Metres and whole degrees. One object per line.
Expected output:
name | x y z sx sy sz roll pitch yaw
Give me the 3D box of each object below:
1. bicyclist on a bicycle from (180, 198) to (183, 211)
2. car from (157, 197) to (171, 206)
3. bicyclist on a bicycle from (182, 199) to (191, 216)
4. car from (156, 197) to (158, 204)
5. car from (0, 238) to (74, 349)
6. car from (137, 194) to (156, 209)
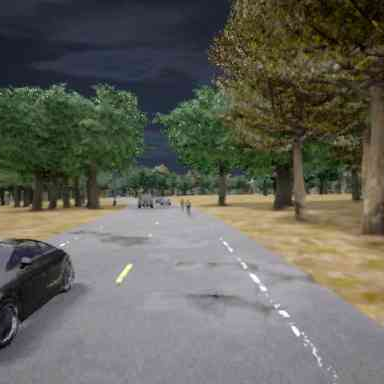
bicyclist on a bicycle | -1.150 1.530 39.860 0.582 1.620 1.656 0 -1 -6
car | -4.832 1.789 61.132 2.033 1.411 5.357 0 -1 -8
bicyclist on a bicycle | -0.332 1.490 30.894 0.582 1.620 1.656 0 -1 -5
car | -7.437 1.908 75.785 2.128 1.511 4.902 0 -1 -11
car | -3.697 1.568 6.061 1.994 1.385 4.181 0 0 -1
car | -6.553 1.345 47.237 2.150 2.045 5.566 0 0 -7
